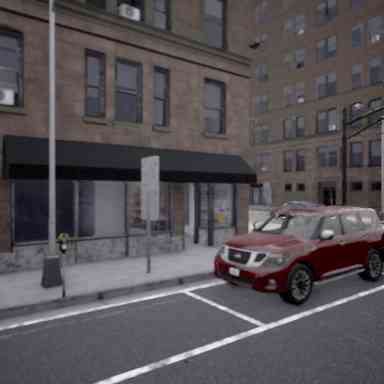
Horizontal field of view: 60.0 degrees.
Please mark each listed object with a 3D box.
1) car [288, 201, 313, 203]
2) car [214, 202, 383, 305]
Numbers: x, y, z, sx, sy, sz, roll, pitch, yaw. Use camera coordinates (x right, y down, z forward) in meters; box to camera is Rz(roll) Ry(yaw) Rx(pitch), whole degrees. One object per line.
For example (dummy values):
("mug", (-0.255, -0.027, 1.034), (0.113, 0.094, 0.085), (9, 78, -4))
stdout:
("car", (8.246, 1.421, 25.891), (2.128, 1.511, 4.902), (0, 0, -36))
("car", (2.916, 1.313, 8.267), (5.009, 1.841, 2.192), (0, 0, -35))
